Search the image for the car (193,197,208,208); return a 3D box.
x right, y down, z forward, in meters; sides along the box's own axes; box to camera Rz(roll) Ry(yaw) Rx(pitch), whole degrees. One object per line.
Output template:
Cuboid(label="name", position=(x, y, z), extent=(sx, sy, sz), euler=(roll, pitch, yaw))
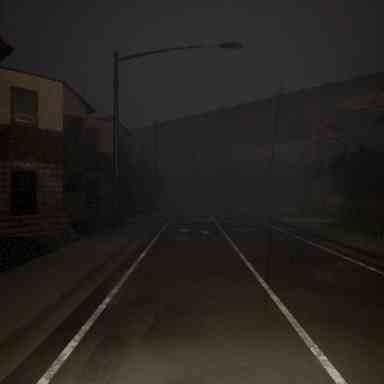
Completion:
Cuboid(label="car", position=(1.274, 1.489, 47.787), extent=(1.882, 1.535, 5.008), euler=(0, 0, 7))
